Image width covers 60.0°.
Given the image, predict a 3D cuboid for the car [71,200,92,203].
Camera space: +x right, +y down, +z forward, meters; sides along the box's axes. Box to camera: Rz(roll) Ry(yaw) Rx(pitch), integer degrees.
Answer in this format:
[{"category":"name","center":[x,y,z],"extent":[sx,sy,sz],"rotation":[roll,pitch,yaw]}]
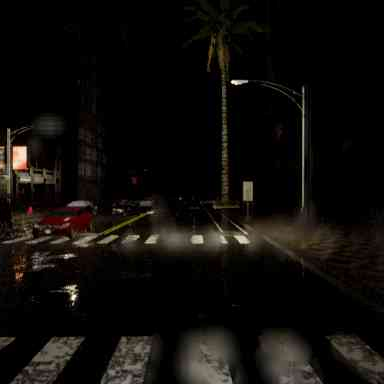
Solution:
[{"category":"car","center":[-9.736,1.498,28.936],"extent":[2.128,1.511,4.902],"rotation":[0,0,0]}]

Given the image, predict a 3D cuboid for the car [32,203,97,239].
[{"category":"car","center":[-6.530,1.529,17.430],"extent":[1.812,1.442,4.674],"rotation":[0,0,0]}]

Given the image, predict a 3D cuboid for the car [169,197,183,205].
[{"category":"car","center":[-2.935,1.610,57.709],"extent":[1.994,1.385,4.181],"rotation":[0,0,1]}]

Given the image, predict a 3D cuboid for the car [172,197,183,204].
[{"category":"car","center":[-2.896,1.633,67.667],"extent":[1.994,1.385,4.181],"rotation":[0,0,0]}]

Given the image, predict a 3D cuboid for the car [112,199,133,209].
[{"category":"car","center":[-9.650,1.626,46.223],"extent":[1.895,1.301,4.718],"rotation":[0,0,0]}]

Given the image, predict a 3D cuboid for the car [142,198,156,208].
[{"category":"car","center":[-6.385,1.555,48.403],"extent":[1.812,1.442,4.674],"rotation":[0,0,1]}]

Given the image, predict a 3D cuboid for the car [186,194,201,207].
[{"category":"car","center":[0.209,1.259,53.417],"extent":[2.150,2.045,5.566],"rotation":[0,0,0]}]

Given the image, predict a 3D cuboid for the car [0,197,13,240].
[{"category":"car","center":[-9.798,1.226,13.965],"extent":[2.150,2.045,5.566],"rotation":[0,0,0]}]

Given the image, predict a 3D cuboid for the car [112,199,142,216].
[{"category":"car","center":[-6.471,1.513,32.440],"extent":[1.837,1.490,4.892],"rotation":[0,0,0]}]
